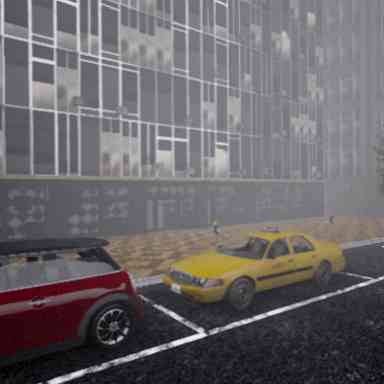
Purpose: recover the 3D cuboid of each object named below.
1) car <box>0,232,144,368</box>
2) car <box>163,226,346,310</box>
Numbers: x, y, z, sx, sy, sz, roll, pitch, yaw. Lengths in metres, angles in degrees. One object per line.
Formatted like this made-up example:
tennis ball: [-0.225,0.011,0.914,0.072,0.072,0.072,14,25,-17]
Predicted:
car: [-2.829,1.440,4.551,4.097,1.590,1.967,0,0,-36]
car: [1.660,1.518,7.753,4.829,1.417,1.752,0,0,-36]
